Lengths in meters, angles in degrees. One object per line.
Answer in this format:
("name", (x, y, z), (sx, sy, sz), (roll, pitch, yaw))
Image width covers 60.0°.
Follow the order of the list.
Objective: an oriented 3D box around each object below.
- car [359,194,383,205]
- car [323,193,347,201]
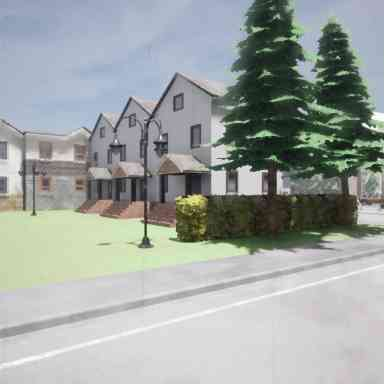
("car", (27.287, 1.097, 49.291), (1.932, 1.855, 4.605), (0, 0, -36))
("car", (32.154, 1.097, 74.745), (1.932, 1.855, 4.605), (0, 0, -36))
